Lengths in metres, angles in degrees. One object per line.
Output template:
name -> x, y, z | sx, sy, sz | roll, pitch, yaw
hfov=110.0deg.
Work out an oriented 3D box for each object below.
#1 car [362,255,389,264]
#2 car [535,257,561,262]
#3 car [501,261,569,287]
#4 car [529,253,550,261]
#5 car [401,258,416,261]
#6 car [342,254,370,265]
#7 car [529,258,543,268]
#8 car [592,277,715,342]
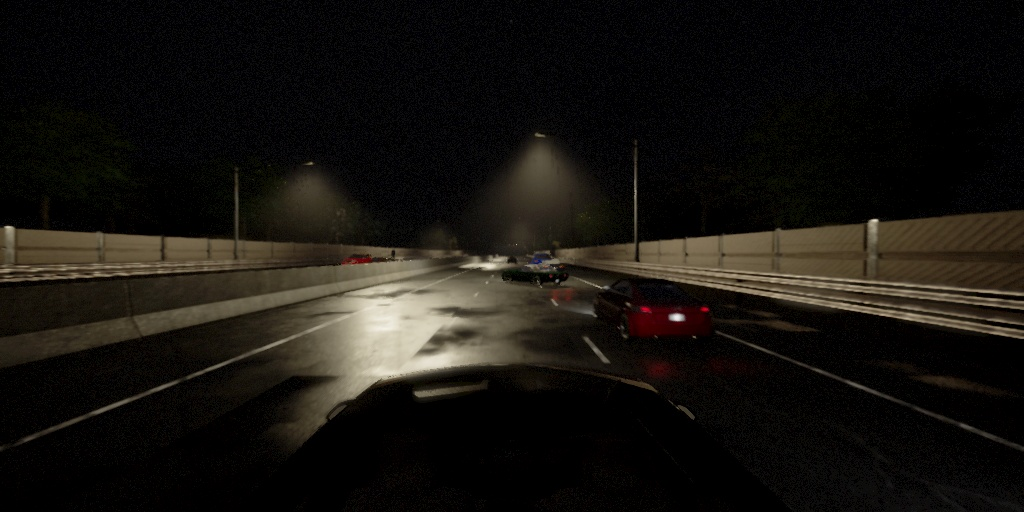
car -> -17.556, 1.001, 47.104 | 1.812, 1.442, 4.674 | 0, 0, 0
car -> 3.504, 1.063, 31.652 | 2.163, 1.488, 4.792 | 0, 0, 0
car -> 1.347, 1.211, 23.369 | 1.895, 1.301, 4.718 | 0, 0, -39
car -> 3.505, 0.719, 42.653 | 2.150, 2.045, 5.566 | 0, 0, 0
car -> -14.040, 0.992, 49.029 | 1.812, 1.442, 4.674 | 0, 0, 1
car -> -21.048, 0.687, 49.054 | 2.150, 2.045, 5.566 | 0, 0, 1
car -> 3.507, 0.969, 53.627 | 1.812, 1.442, 4.674 | 0, 0, 0
car -> 3.502, 1.261, 9.619 | 1.994, 1.385, 4.181 | 0, 0, 0
